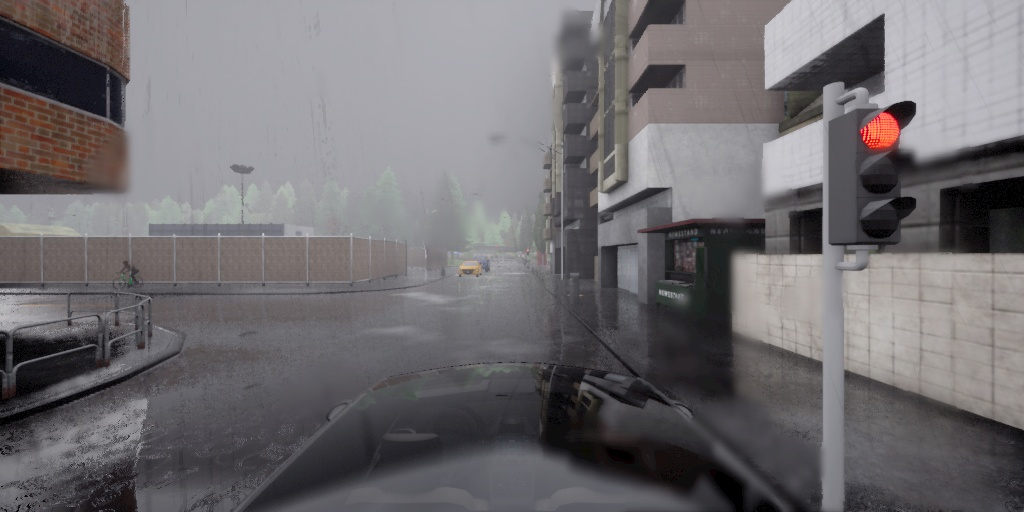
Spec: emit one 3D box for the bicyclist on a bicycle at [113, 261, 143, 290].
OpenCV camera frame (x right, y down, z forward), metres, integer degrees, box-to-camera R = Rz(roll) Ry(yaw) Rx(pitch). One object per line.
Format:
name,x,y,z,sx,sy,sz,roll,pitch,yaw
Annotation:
bicyclist on a bicycle,-22.180,1.099,20.731,0.582,1.620,1.656,0,0,0

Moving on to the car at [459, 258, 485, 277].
car,-4.110,1.227,35.826,1.882,1.535,5.008,0,0,0

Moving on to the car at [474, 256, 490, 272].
car,-4.079,0.971,46.528,2.150,2.045,5.566,0,0,0
